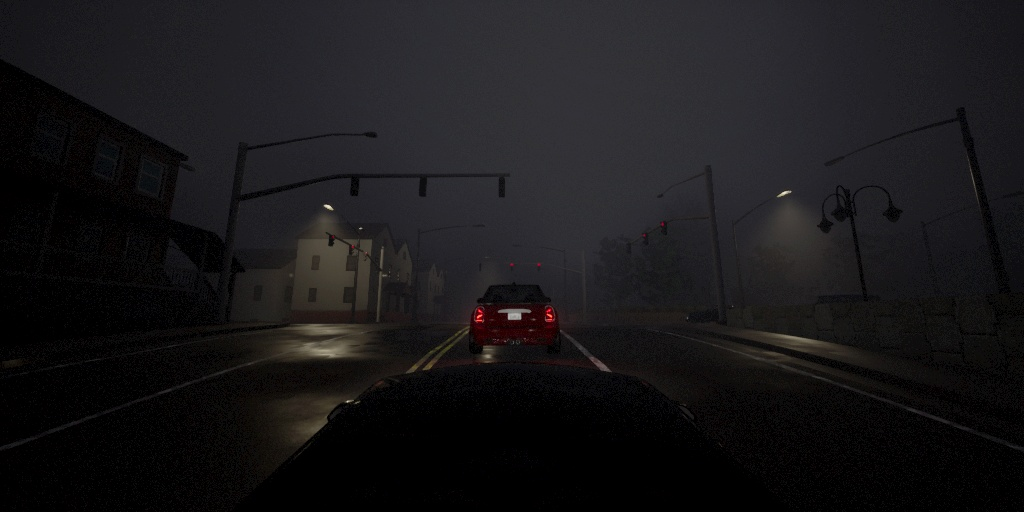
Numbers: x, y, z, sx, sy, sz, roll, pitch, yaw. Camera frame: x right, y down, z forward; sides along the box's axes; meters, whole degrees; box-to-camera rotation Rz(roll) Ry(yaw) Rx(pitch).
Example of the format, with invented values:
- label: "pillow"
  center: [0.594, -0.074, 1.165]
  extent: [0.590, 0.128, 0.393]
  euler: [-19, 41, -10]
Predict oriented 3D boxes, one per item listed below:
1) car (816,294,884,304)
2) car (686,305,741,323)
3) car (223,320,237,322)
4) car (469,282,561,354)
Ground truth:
- label: "car"
  center: [23.985, 3.684, 24.612]
  extent: [5.566, 2.045, 2.150]
  euler: [0, -10, 1]
- label: "car"
  center: [16.300, 4.628, 28.307]
  extent: [4.902, 1.511, 2.128]
  euler: [0, -10, 1]
- label: "car"
  center: [-19.901, 5.157, 24.901]
  extent: [5.008, 1.535, 1.882]
  euler: [-9, -10, 0]
- label: "car"
  center: [0.058, 1.566, 10.073]
  extent: [2.097, 1.767, 4.553]
  euler: [-1, -6, 0]
